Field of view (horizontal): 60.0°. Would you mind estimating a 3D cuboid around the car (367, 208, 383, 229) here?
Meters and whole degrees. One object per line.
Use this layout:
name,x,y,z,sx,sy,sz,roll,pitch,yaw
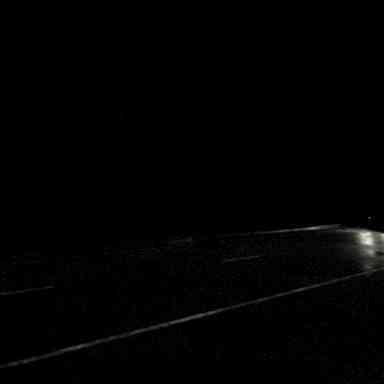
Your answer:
car,13.763,1.683,22.410,5.008,1.535,1.882,0,0,-35
